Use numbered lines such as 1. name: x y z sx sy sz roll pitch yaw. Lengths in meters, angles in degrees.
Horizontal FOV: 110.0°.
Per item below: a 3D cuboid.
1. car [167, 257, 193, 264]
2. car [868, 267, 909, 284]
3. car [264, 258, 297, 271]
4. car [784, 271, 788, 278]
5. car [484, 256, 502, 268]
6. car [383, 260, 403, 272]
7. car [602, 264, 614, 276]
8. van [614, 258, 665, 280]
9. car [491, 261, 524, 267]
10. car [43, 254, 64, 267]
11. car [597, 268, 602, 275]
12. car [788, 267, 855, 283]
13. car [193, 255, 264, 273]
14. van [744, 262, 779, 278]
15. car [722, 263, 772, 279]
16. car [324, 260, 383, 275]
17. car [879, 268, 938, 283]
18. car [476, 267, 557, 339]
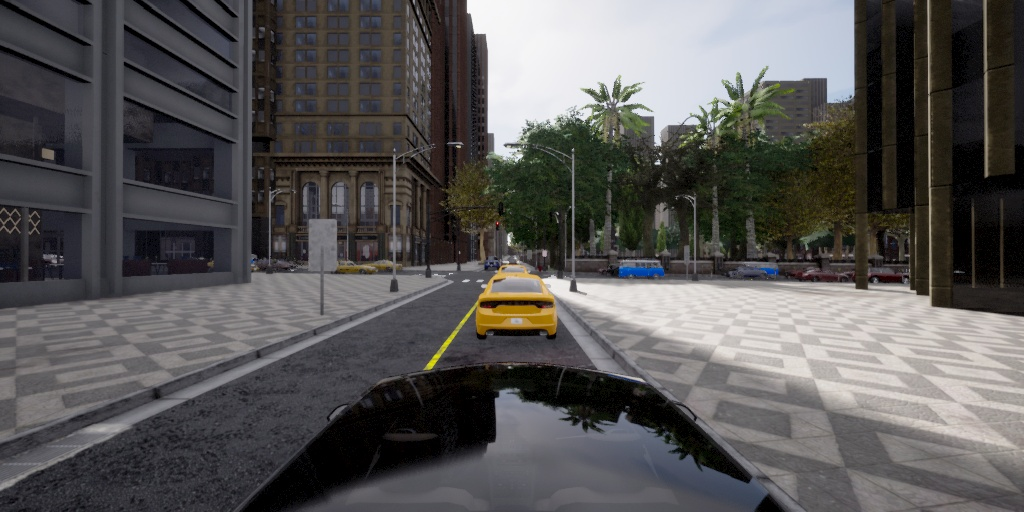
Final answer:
1. car: -37.782 0.769 41.978 4.313 1.339 1.948 0 0 0
2. car: 34.036 1.774 33.007 4.097 1.591 1.967 0 0 0
3. car: -26.585 0.917 39.249 5.357 1.411 2.033 1 0 0
4. car: 34.077 1.928 41.532 4.507 1.381 1.888 0 0 0
5. car: -2.975 1.028 54.550 2.150 2.045 5.566 0 0 0
6. car: -15.272 1.096 41.838 4.829 1.417 1.751 0 0 0
7. car: 13.090 1.243 39.005 5.566 2.045 2.150 1 0 0
8. van: 11.942 1.311 33.144 3.998 1.789 1.690 0 0 0
9. car: 0.042 1.232 20.155 1.882 1.535 5.008 0 0 0
10. car: -43.497 0.504 33.488 4.097 1.591 1.967 0 0 0
11. car: 11.984 1.600 41.669 4.207 1.307 1.802 0 0 0
12. car: 28.512 1.826 33.041 4.207 1.307 1.802 0 0 0
13. car: -26.315 0.864 33.382 4.829 1.417 1.751 0 0 0
14. van: 28.554 1.632 41.566 3.998 1.789 1.690 0 0 0
15. car: 25.180 1.785 38.920 4.181 1.385 1.994 1 0 1
16. car: -14.975 1.048 33.311 4.829 1.417 1.751 0 0 0
17. car: 42.790 2.075 38.757 4.181 1.385 1.994 1 0 1
18. car: 0.112 1.229 10.095 1.882 1.535 5.008 0 0 0
